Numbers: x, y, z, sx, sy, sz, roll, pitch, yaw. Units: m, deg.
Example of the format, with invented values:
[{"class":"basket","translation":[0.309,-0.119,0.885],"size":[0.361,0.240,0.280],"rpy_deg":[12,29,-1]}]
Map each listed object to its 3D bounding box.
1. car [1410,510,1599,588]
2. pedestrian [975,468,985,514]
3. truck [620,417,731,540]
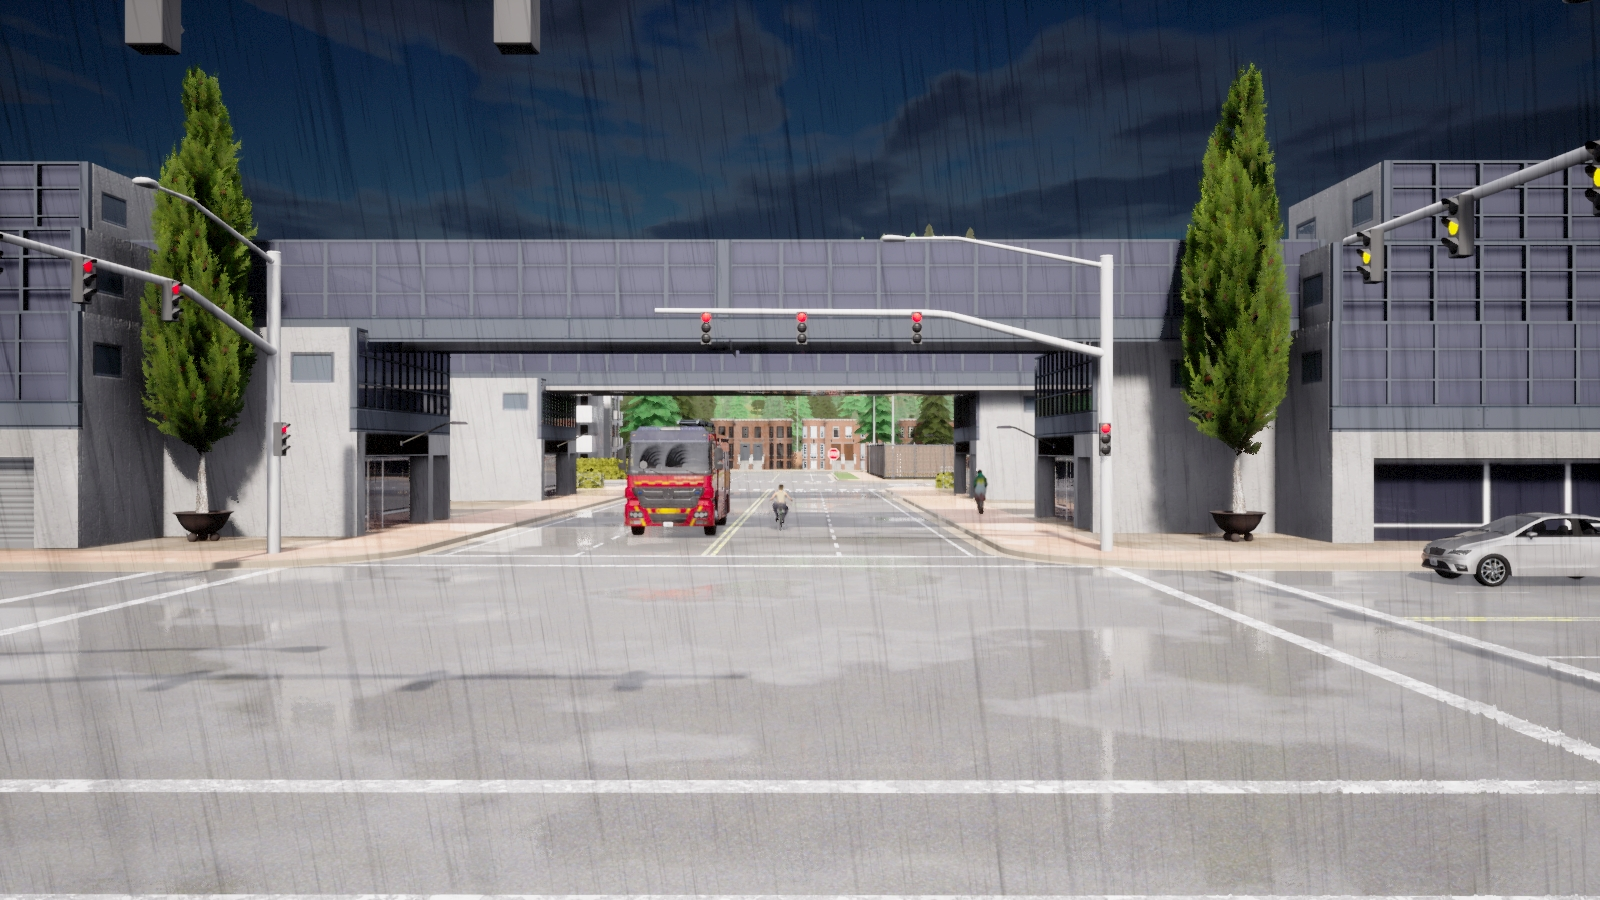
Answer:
[{"class":"car","translation":[15.490,2.066,24.189],"size":[4.193,1.474,1.816],"rpy_deg":[0,0,0]},{"class":"pedestrian","translation":[7.470,1.698,47.365],"size":[0.375,1.860,0.375],"rpy_deg":[0,0,2]},{"class":"truck","translation":[-4.133,0.890,39.814],"size":[2.891,3.827,8.468],"rpy_deg":[0,0,0]}]
